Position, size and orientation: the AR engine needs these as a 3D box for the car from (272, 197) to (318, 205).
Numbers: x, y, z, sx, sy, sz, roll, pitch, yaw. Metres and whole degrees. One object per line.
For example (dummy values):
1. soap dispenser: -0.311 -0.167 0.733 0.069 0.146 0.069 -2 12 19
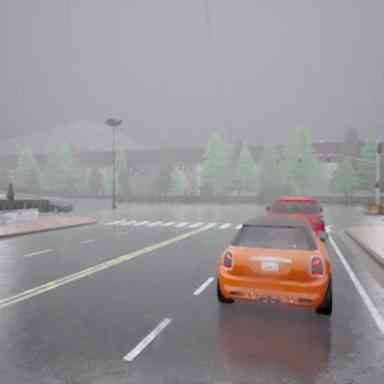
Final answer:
1. car: 4.353 1.217 14.184 2.150 2.045 5.566 0 0 17

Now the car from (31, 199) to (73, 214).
1. car: -15.030 1.487 35.346 4.892 1.490 1.837 1 0 18

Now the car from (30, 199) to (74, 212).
1. car: -16.601 1.578 39.468 4.718 1.301 1.895 0 0 17

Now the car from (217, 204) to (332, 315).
1. car: 2.106 1.349 7.936 2.097 1.767 4.553 0 0 20
